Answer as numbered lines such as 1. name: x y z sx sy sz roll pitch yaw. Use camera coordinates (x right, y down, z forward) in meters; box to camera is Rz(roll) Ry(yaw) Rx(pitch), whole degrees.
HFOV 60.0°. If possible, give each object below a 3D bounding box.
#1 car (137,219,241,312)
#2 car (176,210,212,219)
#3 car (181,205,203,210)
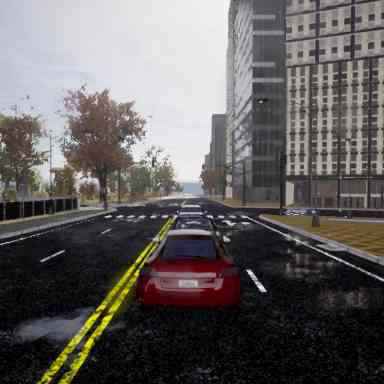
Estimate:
1. car: -0.023 1.561 7.795 1.994 1.385 4.181 0 0 1
2. car: 0.074 1.597 13.043 1.895 1.301 4.718 0 0 0
3. car: -0.008 1.544 21.283 2.033 1.411 5.357 0 0 0
